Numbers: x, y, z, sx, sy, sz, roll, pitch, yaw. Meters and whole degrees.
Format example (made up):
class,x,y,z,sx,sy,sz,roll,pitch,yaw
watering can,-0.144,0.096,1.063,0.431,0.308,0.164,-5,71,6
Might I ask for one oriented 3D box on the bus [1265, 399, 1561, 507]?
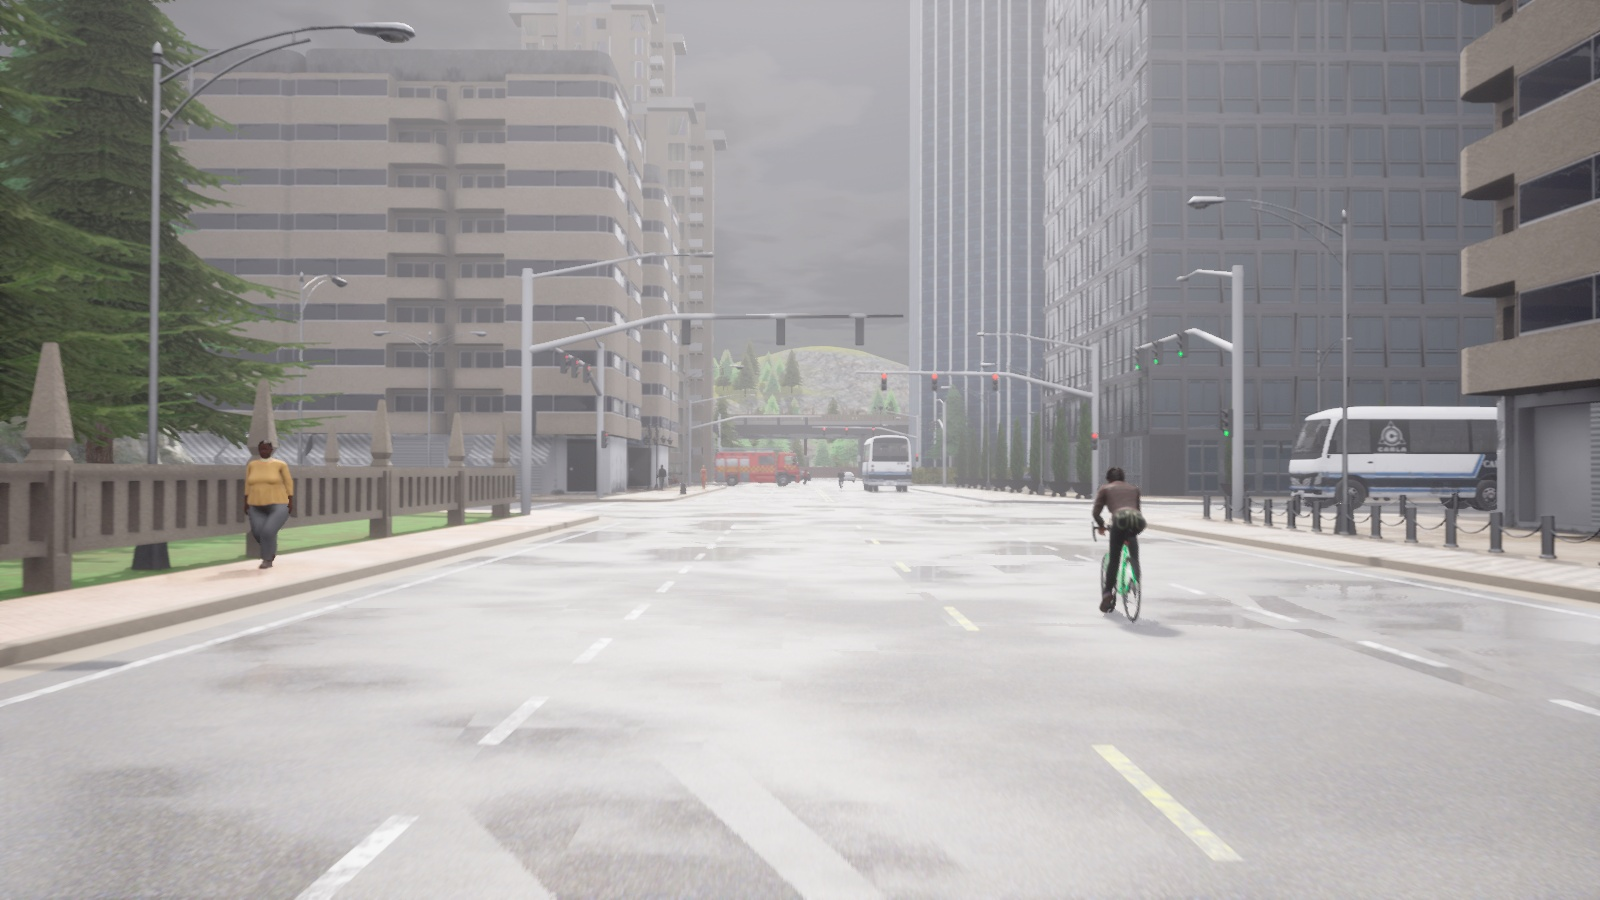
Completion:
class,x,y,z,sx,sy,sz,roll,pitch,yaw
bus,25.101,0.151,51.922,10.273,4.253,3.944,0,-1,0

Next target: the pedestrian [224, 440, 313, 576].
class,x,y,z,sx,sy,sz,roll,pitch,yaw
pedestrian,-7.438,0.798,17.604,0.874,1.855,0.900,0,-1,-2

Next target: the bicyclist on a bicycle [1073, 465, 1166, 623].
class,x,y,z,sx,sy,sz,roll,pitch,yaw
bicyclist on a bicycle,3.467,0.984,13.749,0.582,1.620,1.656,0,-1,0
